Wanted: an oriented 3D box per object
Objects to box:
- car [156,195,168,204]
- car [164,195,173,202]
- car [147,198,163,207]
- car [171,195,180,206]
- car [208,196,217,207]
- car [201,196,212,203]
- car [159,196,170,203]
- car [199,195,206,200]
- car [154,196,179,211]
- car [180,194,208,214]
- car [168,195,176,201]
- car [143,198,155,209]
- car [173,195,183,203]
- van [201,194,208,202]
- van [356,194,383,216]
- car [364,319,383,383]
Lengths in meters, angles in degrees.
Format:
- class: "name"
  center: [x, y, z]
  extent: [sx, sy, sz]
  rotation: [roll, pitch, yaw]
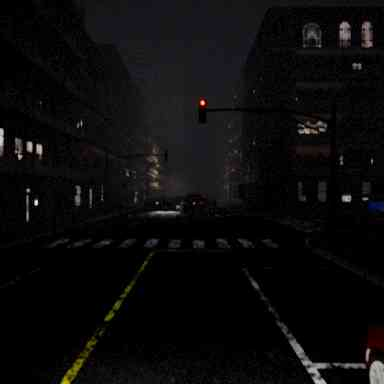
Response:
- class: "car"
  center: [-5.518, 1.431, 61.880]
  extent: [1.967, 1.590, 4.097]
  rotation: [-1, 0, 0]
- class: "car"
  center: [-5.468, 1.524, 78.294]
  extent: [1.752, 1.417, 4.829]
  rotation: [-1, 0, 0]
- class: "car"
  center: [-5.549, 1.554, 50.824]
  extent: [1.947, 1.339, 4.313]
  rotation: [0, 0, 0]
- class: "car"
  center: [-2.936, 1.552, 54.024]
  extent: [1.994, 1.385, 4.181]
  rotation: [0, 0, 0]
- class: "car"
  center: [2.830, 1.428, 50.795]
  extent: [1.967, 1.590, 4.097]
  rotation: [-1, 0, 0]
- class: "car"
  center: [2.880, 1.544, 67.378]
  extent: [2.008, 1.369, 4.403]
  rotation: [-1, 0, 0]
- class: "car"
  center: [-5.501, 1.575, 67.408]
  extent: [1.802, 1.307, 4.206]
  rotation: [-1, 0, 0]
- class: "car"
  center: [2.961, 1.554, 95.018]
  extent: [1.887, 1.381, 4.507]
  rotation: [-1, 0, 0]
- class: "car"
  center: [-2.978, 1.550, 40.046]
  extent: [1.994, 1.385, 4.181]
  rotation: [0, 0, 1]
- class: "car"
  center: [0.203, 1.208, 35.105]
  extent: [2.150, 2.045, 5.566]
  rotation: [0, 0, 0]
- class: "car"
  center: [-5.435, 1.587, 89.520]
  extent: [1.802, 1.307, 4.206]
  rotation: [-1, 0, 0]
- class: "car"
  center: [-5.565, 1.538, 45.297]
  extent: [2.008, 1.369, 4.403]
  rotation: [0, 0, 0]
- class: "car"
  center: [-2.799, 1.489, 69.210]
  extent: [1.837, 1.490, 4.892]
  rotation: [0, 0, 0]
- class: "van"
  center: [2.910, 1.339, 78.434]
  extent: [1.690, 1.788, 3.998]
  rotation: [-1, 0, 0]
- class: "van"
  center: [15.721, 1.021, 27.328]
  extent: [3.998, 1.788, 1.690]
  rotation: [-1, 1, -1]
- class: "car"
  center: [2.687, 1.543, 1.796]
  extent: [1.887, 1.381, 4.507]
  rotation: [0, 0, 0]
